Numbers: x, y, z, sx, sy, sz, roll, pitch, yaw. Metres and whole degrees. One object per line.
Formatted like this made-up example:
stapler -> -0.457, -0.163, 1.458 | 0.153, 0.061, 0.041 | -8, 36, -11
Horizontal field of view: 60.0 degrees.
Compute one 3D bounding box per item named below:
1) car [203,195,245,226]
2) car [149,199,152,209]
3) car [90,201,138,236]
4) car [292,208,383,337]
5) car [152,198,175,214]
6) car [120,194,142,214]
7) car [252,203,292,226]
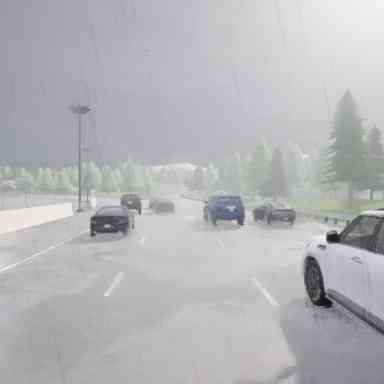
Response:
car -> 2.210, 1.230, 23.963 | 2.150, 2.045, 5.566 | 0, 0, -6
car -> -4.724, 1.520, 44.709 | 1.837, 1.490, 4.892 | 0, 0, -13
car -> -4.290, 1.484, 18.427 | 1.882, 1.535, 5.008 | 0, 0, -5
car -> 3.499, 1.223, 4.870 | 2.150, 2.045, 5.566 | 0, 0, -1
car -> -2.983, 1.490, 35.535 | 1.882, 1.535, 5.008 | 0, 0, -9
car -> -6.549, 1.234, 35.671 | 2.150, 2.045, 5.566 | 0, 0, -9
car -> 5.739, 1.500, 23.752 | 2.128, 1.511, 4.902 | 0, 0, -6
